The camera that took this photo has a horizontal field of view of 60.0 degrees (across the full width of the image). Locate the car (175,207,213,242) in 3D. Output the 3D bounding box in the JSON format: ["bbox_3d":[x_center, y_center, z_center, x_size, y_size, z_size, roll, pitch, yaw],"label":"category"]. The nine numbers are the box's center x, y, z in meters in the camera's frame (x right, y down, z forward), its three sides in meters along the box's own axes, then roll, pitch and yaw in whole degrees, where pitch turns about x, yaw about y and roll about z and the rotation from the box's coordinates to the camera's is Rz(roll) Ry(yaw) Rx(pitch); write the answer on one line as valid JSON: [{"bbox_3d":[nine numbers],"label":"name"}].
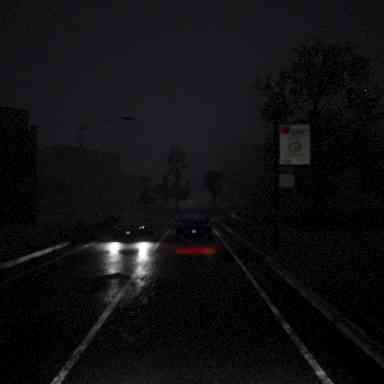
[{"bbox_3d":[0.093,1.806,18.491,1.882,1.535,5.008,0,-2,0],"label":"car"}]

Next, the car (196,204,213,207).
[{"bbox_3d":[0.765,2.270,34.687,1.837,1.490,4.892,0,-2,8],"label":"car"}]

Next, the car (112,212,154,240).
[{"bbox_3d":[-3.260,1.878,19.291,1.812,1.442,4.674,0,-2,0],"label":"car"}]
